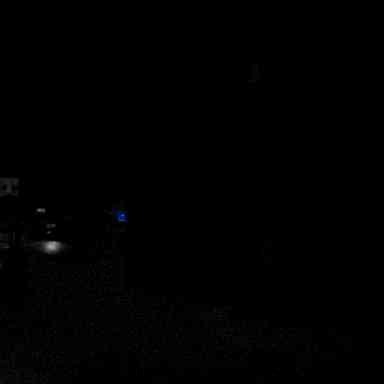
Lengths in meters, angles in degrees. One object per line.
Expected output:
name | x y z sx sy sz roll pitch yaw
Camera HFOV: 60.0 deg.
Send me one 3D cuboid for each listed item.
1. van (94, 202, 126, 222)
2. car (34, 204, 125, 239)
van | -5.803 1.653 25.055 1.690 1.788 3.998 -1 -1 35
car | -6.587 1.719 19.436 1.882 1.535 5.008 0 -1 35
